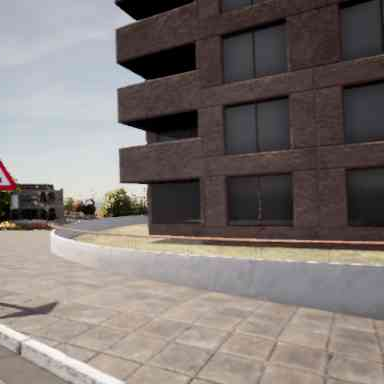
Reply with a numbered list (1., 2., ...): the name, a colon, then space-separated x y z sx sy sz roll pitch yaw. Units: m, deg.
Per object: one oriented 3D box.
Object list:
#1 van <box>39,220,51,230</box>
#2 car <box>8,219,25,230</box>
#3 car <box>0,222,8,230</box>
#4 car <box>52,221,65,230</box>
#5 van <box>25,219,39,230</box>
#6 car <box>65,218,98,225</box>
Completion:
1. van: -29.756 6.289 63.272 4.442 1.987 1.878 -1 -7 6
2. car: -32.703 5.927 57.862 5.366 1.575 1.946 -1 -6 6
3. car: -33.844 5.672 55.137 4.674 1.452 2.002 -1 -7 6
4. car: -28.542 6.809 65.951 4.892 1.521 2.231 -1 -6 6
5. van: -31.079 5.994 60.563 4.442 1.987 1.878 -1 -7 6
6. car: -24.610 7.440 74.085 5.566 2.045 2.435 -1 -6 6
